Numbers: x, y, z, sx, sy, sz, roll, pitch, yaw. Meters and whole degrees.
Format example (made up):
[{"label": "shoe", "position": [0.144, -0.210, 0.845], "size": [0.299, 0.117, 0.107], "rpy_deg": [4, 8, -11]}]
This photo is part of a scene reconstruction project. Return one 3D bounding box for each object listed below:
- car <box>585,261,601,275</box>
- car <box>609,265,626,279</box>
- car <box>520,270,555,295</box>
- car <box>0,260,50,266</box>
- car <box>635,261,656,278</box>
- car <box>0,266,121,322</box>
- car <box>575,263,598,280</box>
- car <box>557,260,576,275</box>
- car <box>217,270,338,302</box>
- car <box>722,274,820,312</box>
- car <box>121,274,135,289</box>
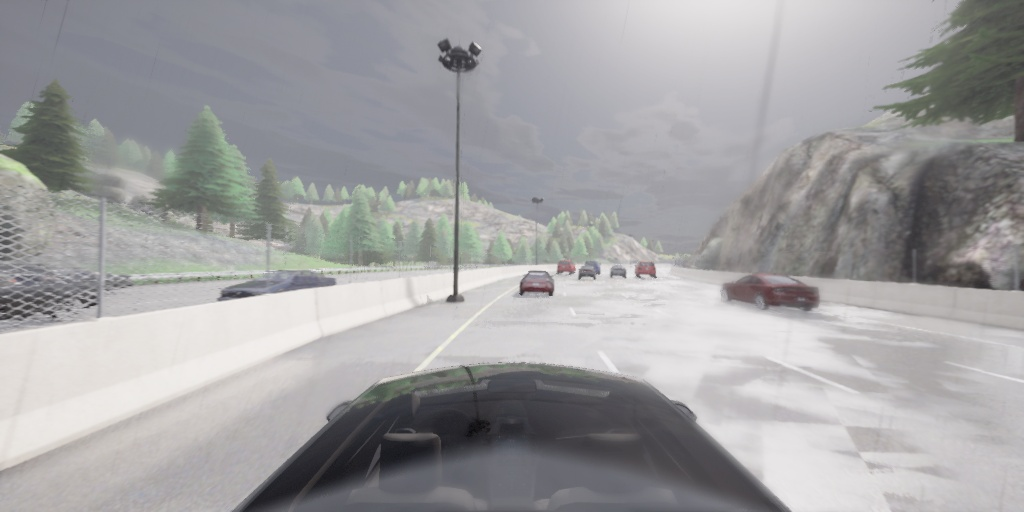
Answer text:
[{"label": "car", "position": [11.930, 1.726, 53.443], "size": [2.150, 2.045, 5.566], "rpy_deg": [1, -1, 18]}, {"label": "car", "position": [12.867, 1.897, 43.647], "size": [2.128, 1.511, 4.902], "rpy_deg": [1, -1, 14]}, {"label": "car", "position": [1.594, 1.566, 21.943], "size": [1.994, 1.385, 4.181], "rpy_deg": [1, -1, 7]}, {"label": "car", "position": [-17.150, 0.967, 11.087], "size": [2.097, 1.767, 4.553], "rpy_deg": [1, -1, 4]}, {"label": "car", "position": [16.856, 1.705, 45.322], "size": [2.150, 2.045, 5.566], "rpy_deg": [0, -1, 16]}, {"label": "car", "position": [-13.784, 1.131, 9.048], "size": [2.128, 1.511, 4.902], "rpy_deg": [1, -1, 3]}, {"label": "car", "position": [8.289, 1.801, 39.540], "size": [1.837, 1.490, 4.892], "rpy_deg": [1, -1, 13]}, {"label": "car", "position": [7.957, 1.658, 52.220], "size": [2.150, 2.045, 5.566], "rpy_deg": [0, -1, 17]}, {"label": "car", "position": [-9.819, 1.318, 15.781], "size": [2.033, 1.411, 5.357], "rpy_deg": [1, -1, 5]}, {"label": "car", "position": [11.521, 1.557, 16.419], "size": [1.882, 1.535, 5.008], "rpy_deg": [1, -1, 6]}, {"label": "car", "position": [-20.343, 1.171, 15.864], "size": [2.033, 1.411, 5.357], "rpy_deg": [1, -1, 5]}]
